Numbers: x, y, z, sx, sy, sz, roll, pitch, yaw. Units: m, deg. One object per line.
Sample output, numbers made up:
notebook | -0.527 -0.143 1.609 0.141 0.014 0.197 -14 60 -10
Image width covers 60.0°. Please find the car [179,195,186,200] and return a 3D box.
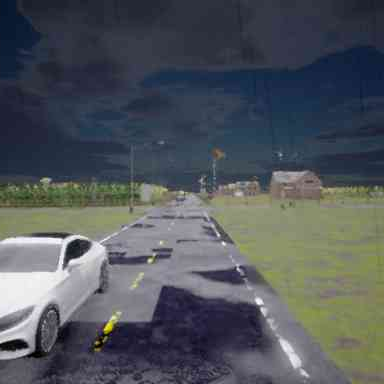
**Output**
car | -2.727 1.653 93.981 1.994 1.385 4.181 0 0 0

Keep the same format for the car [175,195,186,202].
car | -2.731 1.545 76.296 1.882 1.535 5.008 0 0 0

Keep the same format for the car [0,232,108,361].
car | -2.849 1.525 6.114 1.812 1.442 4.674 0 0 0
